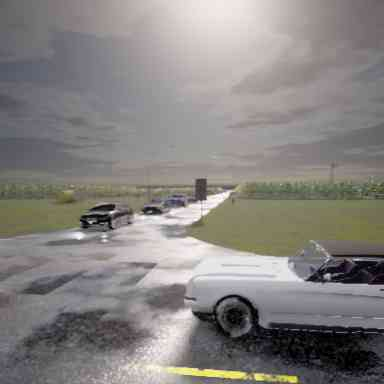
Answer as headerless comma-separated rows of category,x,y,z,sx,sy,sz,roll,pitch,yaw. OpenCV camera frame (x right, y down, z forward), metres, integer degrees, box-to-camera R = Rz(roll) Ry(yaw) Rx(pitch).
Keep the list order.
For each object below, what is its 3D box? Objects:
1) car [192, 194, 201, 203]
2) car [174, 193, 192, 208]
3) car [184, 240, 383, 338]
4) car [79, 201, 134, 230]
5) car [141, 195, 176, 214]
car,0.367,1.040,56.909,1.882,1.535,5.008,0,1,8
car,-1.711,1.017,42.451,2.097,1.767,4.553,0,0,8
car,2.275,1.518,5.584,4.718,1.301,1.895,0,1,8
car,-4.980,1.339,20.071,1.837,1.490,4.892,0,0,10
car,-3.234,1.293,31.623,2.033,1.411,5.357,0,0,8
